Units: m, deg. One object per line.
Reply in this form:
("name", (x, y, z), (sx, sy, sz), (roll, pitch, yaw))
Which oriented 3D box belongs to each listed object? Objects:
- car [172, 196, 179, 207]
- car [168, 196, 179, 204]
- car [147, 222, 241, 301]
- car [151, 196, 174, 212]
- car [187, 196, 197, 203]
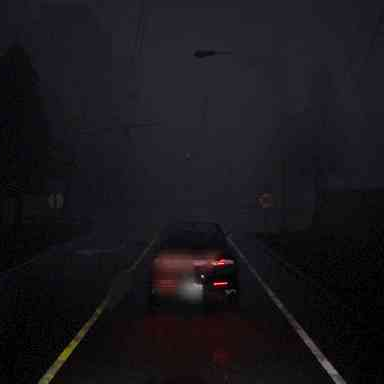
("car", (-3.583, 1.477, 52.435), (1.882, 1.535, 5.008), (0, 0, 0))
("car", (-3.528, 1.506, 65.437), (1.837, 1.490, 4.892), (0, 0, 0))
("car", (0.055, 1.492, 8.322), (2.128, 1.511, 4.902), (0, 0, 0))
("car", (-3.595, 1.547, 38.669), (2.033, 1.411, 5.357), (0, 0, 0))
("car", (0.010, 1.491, 69.553), (2.128, 1.511, 4.902), (0, 0, 0))
